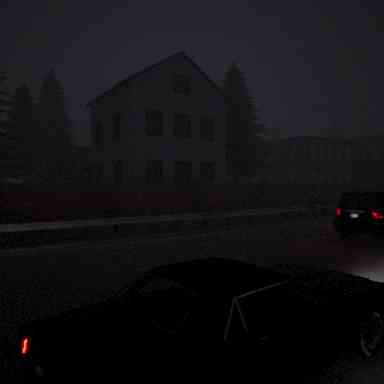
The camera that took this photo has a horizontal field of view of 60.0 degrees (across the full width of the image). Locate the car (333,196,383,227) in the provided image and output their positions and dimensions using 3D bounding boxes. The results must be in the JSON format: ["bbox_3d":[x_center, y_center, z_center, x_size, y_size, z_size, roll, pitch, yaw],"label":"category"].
[{"bbox_3d":[10.930,1.056,20.140,4.902,1.511,2.128,-1,1,-35],"label":"car"}]

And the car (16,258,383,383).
[{"bbox_3d":[0.569,1.542,4.153,4.718,1.301,1.895,-1,1,-35],"label":"car"}]

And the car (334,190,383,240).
[{"bbox_3d":[8.207,0.910,13.899,5.566,2.045,2.150,-1,1,-35],"label":"car"}]
